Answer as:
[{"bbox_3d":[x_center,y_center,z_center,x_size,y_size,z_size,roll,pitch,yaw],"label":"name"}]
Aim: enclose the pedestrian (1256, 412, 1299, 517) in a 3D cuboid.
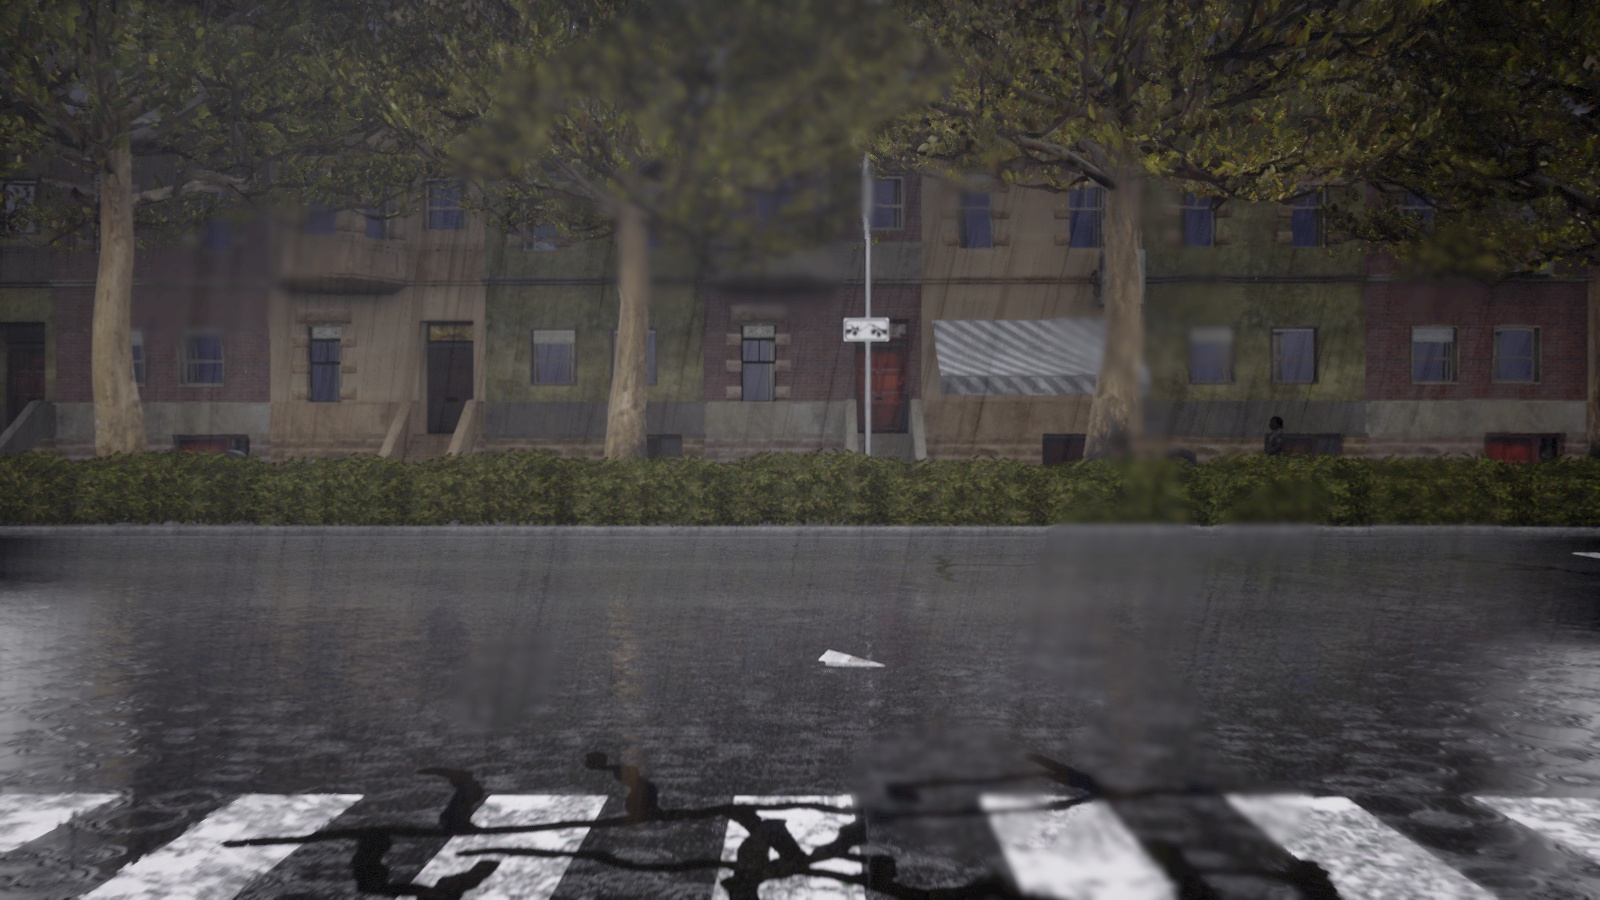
[{"bbox_3d":[8.879,0.266,23.361,0.666,1.930,0.402,0,0,4],"label":"pedestrian"}]
